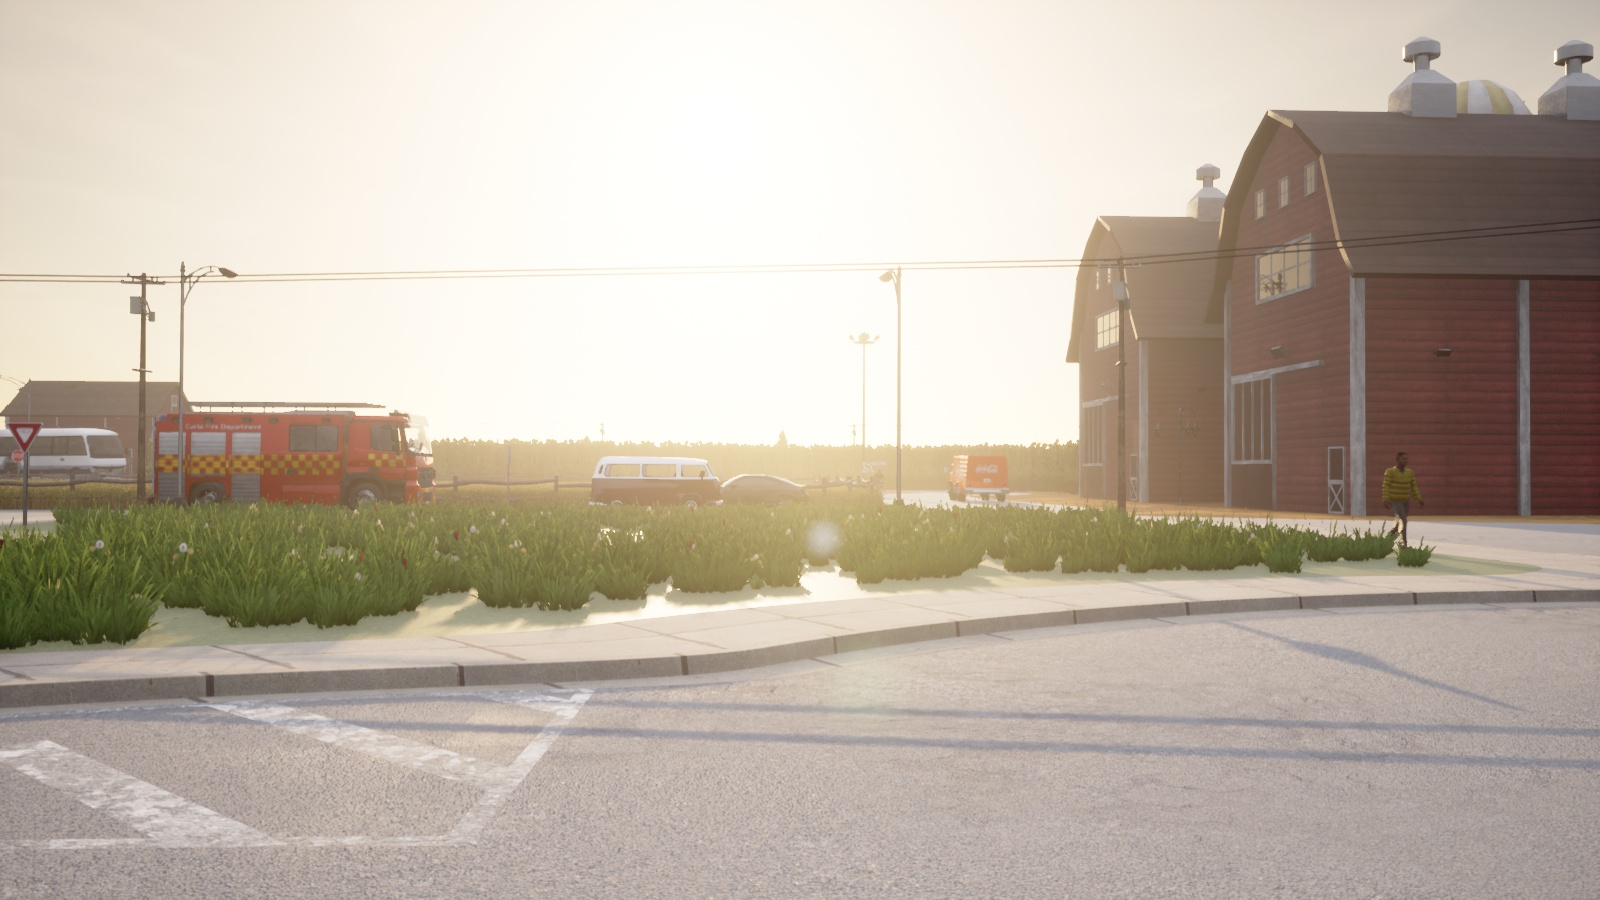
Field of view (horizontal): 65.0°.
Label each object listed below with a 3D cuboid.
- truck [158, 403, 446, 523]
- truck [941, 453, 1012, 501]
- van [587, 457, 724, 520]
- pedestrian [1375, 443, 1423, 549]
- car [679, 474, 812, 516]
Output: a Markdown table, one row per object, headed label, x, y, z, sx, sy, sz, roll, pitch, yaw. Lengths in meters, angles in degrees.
| label | x | y | z | sx | sy | sz | roll | pitch | yaw |
| --- | --- | --- | --- | --- | --- | --- | --- | --- | --- |
| truck | -16.462 | 0.432 | 41.975 | 8.468 | 3.827 | 2.891 | 0 | -1 | -3 |
| truck | 9.416 | 1.441 | 67.527 | 2.627 | 2.467 | 5.204 | 0 | -1 | -6 |
| van | -4.827 | 1.282 | 42.512 | 4.480 | 2.038 | 2.069 | 0 | -1 | -3 |
| pedestrian | 10.632 | 0.807 | 22.293 | 0.431 | 1.840 | 0.709 | 0 | -1 | -7 |
| car | -2.029 | 1.636 | 46.191 | 4.674 | 1.442 | 1.812 | 0 | -1 | -10 |
